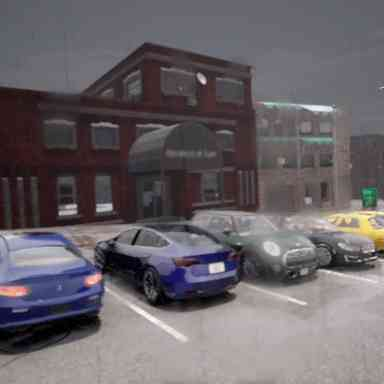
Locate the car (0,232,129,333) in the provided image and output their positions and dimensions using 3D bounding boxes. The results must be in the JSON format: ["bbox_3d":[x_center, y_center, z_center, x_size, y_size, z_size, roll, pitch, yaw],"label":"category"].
[{"bbox_3d":[-3.242,1.527,6.690,2.002,1.452,4.674,0,0,-36],"label":"car"}]

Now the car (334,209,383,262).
[{"bbox_3d":[6.210,1.548,13.679,1.946,1.575,5.366,0,0,-36],"label":"car"}]

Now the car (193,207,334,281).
[{"bbox_3d":[1.520,1.393,10.137,2.185,1.767,4.553,0,0,-36],"label":"car"}]

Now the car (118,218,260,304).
[{"bbox_3d":[-0.869,1.532,8.425,2.163,1.488,4.792,0,0,-36],"label":"car"}]
